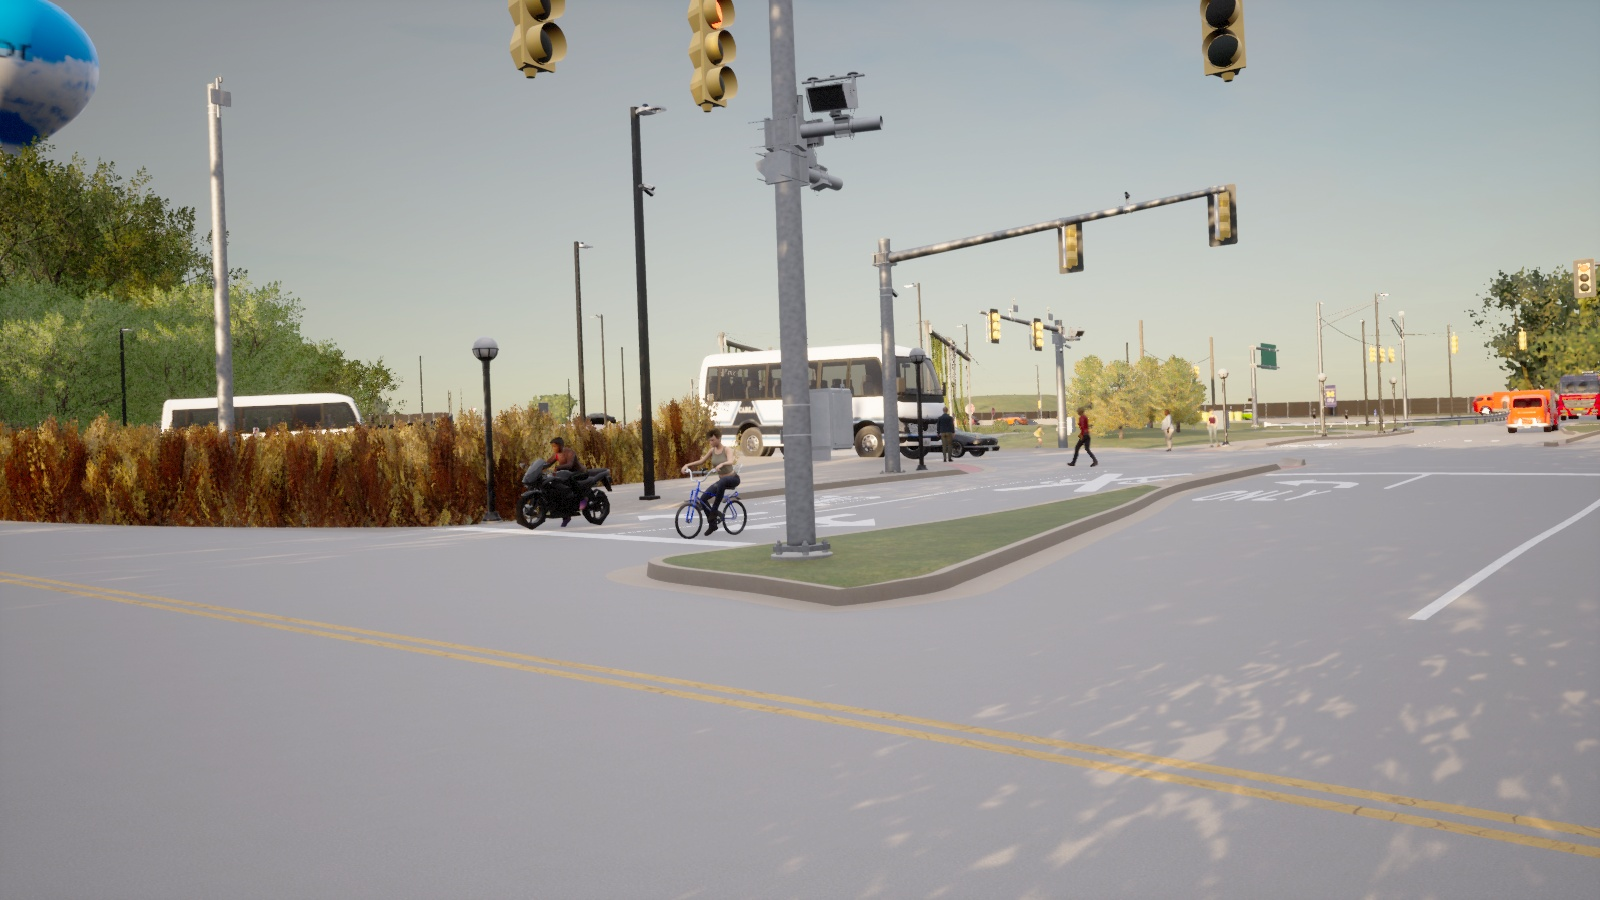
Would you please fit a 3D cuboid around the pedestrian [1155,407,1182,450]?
[{"bbox_3d":[16.112,-0.936,54.907,0.900,1.855,0.874,-3,0,27],"label":"pedestrian"}]

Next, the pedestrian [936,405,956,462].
[{"bbox_3d":[4.799,-0.539,41.251,0.402,1.842,0.726,-2,0,21],"label":"pedestrian"}]

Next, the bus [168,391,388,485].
[{"bbox_3d":[-27.576,-0.677,66.844,10.273,4.253,3.944,-4,1,-22],"label":"bus"}]

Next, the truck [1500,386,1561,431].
[{"bbox_3d":[42.769,-2.449,73.506,2.627,2.467,5.204,-2,2,35],"label":"truck"}]

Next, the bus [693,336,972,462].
[{"bbox_3d":[1.023,-1.756,47.453,10.273,4.253,3.944,0,1,41],"label":"bus"}]

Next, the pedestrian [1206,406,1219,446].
[{"bbox_3d":[19.268,-1.130,58.668,0.345,1.836,0.594,-3,0,38],"label":"pedestrian"}]

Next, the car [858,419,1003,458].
[{"bbox_3d":[5.065,-0.437,49.106,5.357,1.411,2.033,0,1,37],"label":"car"}]

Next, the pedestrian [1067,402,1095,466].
[{"bbox_3d":[8.221,-0.457,36.709,0.636,1.846,0.331,-3,0,42],"label":"pedestrian"}]

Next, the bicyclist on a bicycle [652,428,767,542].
[{"bbox_3d":[-1.329,0.497,18.664,0.866,1.612,1.509,-1,0,41],"label":"bicyclist on a bicycle"}]

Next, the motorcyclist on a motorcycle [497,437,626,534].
[{"bbox_3d":[-3.959,0.559,20.982,0.797,1.523,2.044,-1,0,39],"label":"motorcyclist on a motorcycle"}]
